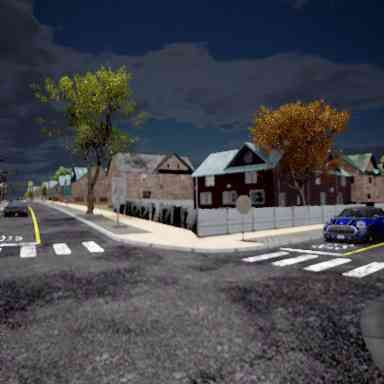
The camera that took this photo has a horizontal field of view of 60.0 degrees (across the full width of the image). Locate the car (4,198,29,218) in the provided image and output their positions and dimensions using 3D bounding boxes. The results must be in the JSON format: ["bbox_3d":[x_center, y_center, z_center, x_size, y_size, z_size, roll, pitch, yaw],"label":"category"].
[{"bbox_3d":[-16.394,1.575,31.213,2.033,1.411,5.357,0,0,-26],"label":"car"}]

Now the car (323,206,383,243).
[{"bbox_3d":[8.602,1.551,17.163,4.553,1.767,2.097,1,-3,-43],"label":"car"}]

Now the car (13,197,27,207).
[{"bbox_3d":[-27.439,1.614,53.026,1.812,1.442,4.674,0,0,-28],"label":"car"}]
